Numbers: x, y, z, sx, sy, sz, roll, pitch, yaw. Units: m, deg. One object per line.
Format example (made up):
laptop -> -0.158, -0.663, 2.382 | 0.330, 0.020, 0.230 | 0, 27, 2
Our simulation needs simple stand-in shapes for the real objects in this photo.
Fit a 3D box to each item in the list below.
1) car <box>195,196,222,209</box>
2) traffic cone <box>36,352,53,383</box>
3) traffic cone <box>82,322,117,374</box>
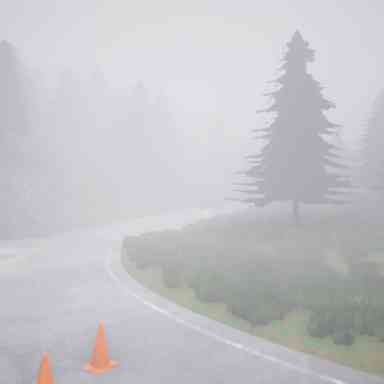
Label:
car -> 2.166, 1.331, 42.883 | 1.837, 1.490, 4.892 | 0, 3, 31
traffic cone -> -1.594, 2.039, 3.594 | 0.340, 0.580, 0.340 | 1, -2, 20
traffic cone -> -1.253, 2.072, 4.533 | 0.340, 0.580, 0.340 | 1, -2, 20
